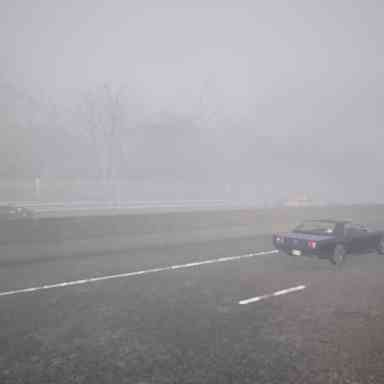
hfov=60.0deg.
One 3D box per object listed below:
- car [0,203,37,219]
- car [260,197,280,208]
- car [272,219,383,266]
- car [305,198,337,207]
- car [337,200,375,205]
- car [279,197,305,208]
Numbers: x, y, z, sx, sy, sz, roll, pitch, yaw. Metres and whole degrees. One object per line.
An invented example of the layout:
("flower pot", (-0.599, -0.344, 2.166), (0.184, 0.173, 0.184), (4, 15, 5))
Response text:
("car", (-12.471, 1.503, 20.888), (4.892, 1.490, 1.837), (0, 0, -35))
("car", (10.688, 1.374, 41.695), (4.553, 1.767, 2.097), (0, 0, -35))
("car", (5.076, 1.604, 11.664), (4.718, 1.301, 1.895), (0, 0, -36))
("car", (14.642, 1.548, 35.921), (4.674, 1.442, 1.812), (0, 0, -35))
("car", (16.933, 1.548, 33.258), (4.674, 1.442, 1.812), (0, 0, -35))
("car", (12.956, 1.500, 39.016), (5.008, 1.535, 1.882), (0, 0, -35))
